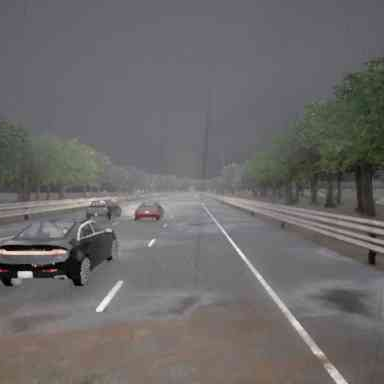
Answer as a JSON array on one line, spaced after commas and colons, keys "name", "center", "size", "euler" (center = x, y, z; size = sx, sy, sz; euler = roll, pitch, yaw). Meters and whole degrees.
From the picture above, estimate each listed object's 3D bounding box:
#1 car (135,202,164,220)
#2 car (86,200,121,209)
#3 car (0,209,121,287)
[{"name": "car", "center": [-3.393, 1.472, 27.043], "size": [1.994, 1.385, 4.181], "euler": [0, 0, 0]}, {"name": "car", "center": [-6.895, 1.402, 26.322], "size": [2.128, 1.511, 4.902], "euler": [0, 0, 0]}, {"name": "car", "center": [-3.398, 1.461, 9.204], "size": [2.128, 1.511, 4.902], "euler": [0, 0, 0]}]
